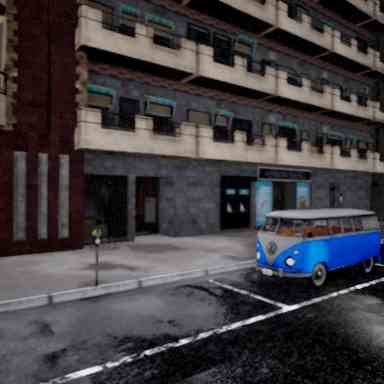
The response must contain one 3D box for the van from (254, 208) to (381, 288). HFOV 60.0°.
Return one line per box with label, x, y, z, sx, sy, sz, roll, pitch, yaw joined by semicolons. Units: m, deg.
van;3.488;1.361;9.045;3.998;1.788;1.690;0;0;-36
